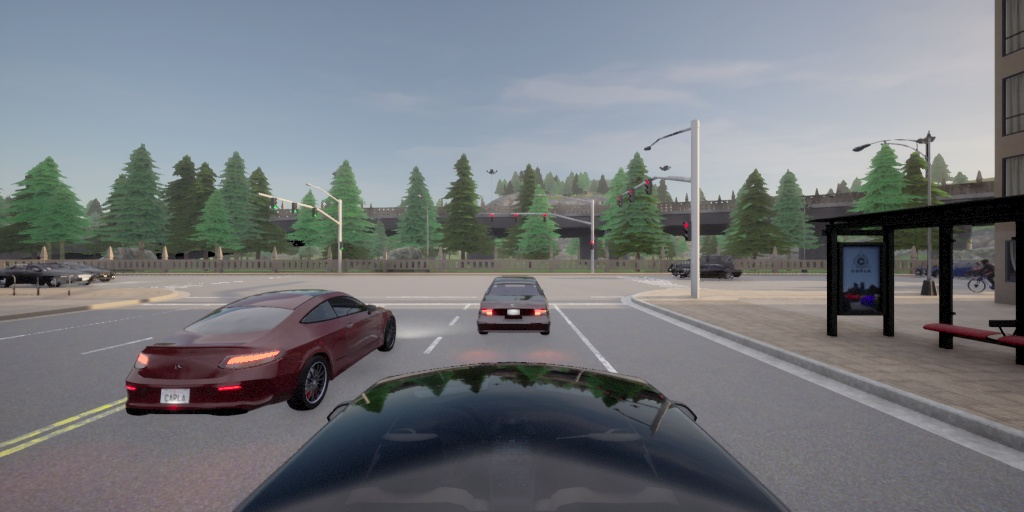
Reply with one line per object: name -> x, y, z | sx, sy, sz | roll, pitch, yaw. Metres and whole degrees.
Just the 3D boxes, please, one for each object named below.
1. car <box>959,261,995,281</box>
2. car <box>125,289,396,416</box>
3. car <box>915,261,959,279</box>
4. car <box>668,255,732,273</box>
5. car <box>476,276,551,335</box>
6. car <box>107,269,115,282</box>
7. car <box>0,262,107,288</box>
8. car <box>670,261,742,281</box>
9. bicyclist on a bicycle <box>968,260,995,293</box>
car -> 37.817, 1.046, 27.009 | 4.553, 1.767, 2.097 | 0, 0, 20
car -> -3.448, 1.276, 5.987 | 1.812, 1.442, 4.674 | 0, 0, 0
car -> 37.934, 1.172, 30.633 | 5.008, 1.535, 1.882 | 0, 0, 18
car -> 17.195, 0.915, 32.604 | 5.566, 2.045, 2.150 | 0, 0, 1
car -> 0.086, 1.297, 10.483 | 2.033, 1.411, 5.357 | 0, 0, 1
car -> -31.832, 1.199, 25.959 | 4.892, 1.490, 1.837 | 0, 0, 1
car -> -29.181, 1.186, 22.406 | 4.902, 1.511, 2.128 | 0, 0, -2
car -> 15.790, 1.295, 29.129 | 4.718, 1.301, 1.895 | 0, 0, 1
bicyclist on a bicycle -> 22.752, 0.995, 17.082 | 0.582, 1.620, 1.656 | 0, 0, 1
